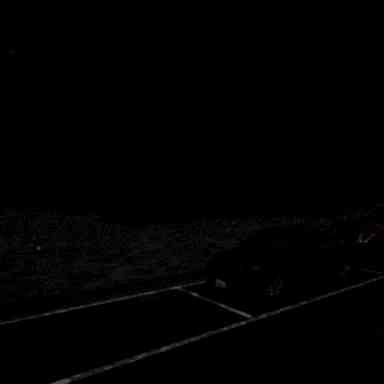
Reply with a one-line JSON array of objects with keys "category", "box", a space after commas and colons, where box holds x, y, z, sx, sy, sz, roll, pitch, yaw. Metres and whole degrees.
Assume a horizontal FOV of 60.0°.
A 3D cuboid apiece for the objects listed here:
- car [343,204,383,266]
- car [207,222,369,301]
[{"category": "car", "box": [6.730, 1.350, 11.676, 5.009, 1.841, 2.192, 0, -1, -37]}, {"category": "car", "box": [2.370, 1.599, 8.446, 4.313, 1.339, 1.947, 0, -1, -37]}]
